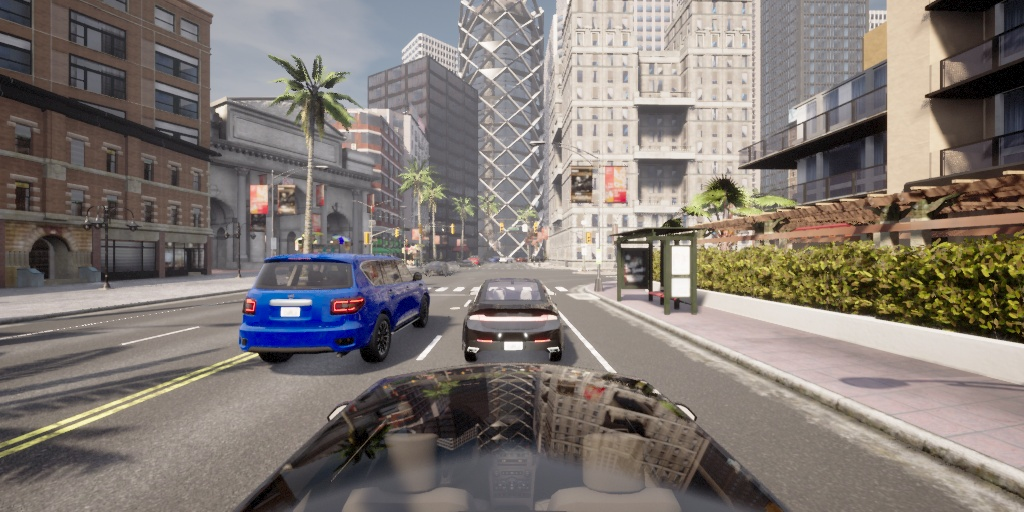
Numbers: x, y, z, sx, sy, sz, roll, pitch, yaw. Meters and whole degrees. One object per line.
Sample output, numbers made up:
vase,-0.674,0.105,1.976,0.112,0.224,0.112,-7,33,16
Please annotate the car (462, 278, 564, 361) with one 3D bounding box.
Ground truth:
car,0.013,1.242,8.228,2.128,1.511,4.902,0,0,0

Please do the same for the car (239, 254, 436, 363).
car,-3.489,0.971,8.313,2.150,2.045,5.566,0,0,0

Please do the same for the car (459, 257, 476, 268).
car,-7.698,1.314,60.430,1.994,1.385,4.181,0,0,-1

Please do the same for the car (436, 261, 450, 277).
car,-7.453,1.255,35.935,1.837,1.490,4.892,0,0,-1
